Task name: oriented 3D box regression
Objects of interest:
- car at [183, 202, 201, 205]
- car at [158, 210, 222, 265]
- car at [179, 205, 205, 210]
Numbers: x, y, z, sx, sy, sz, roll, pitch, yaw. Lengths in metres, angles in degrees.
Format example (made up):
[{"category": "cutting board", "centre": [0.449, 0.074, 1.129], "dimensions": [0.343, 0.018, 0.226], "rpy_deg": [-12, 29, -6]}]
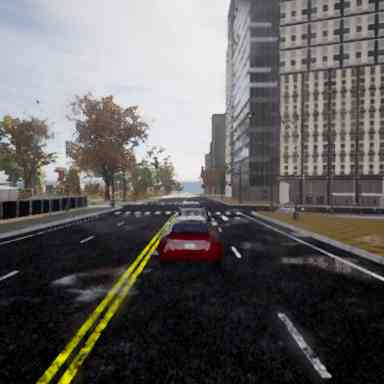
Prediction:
[{"category": "car", "centre": [-0.004, 1.474, 25.118], "dimensions": [2.033, 1.411, 5.357], "rpy_deg": [0, 0, 0]}, {"category": "car", "centre": [-0.022, 1.527, 11.630], "dimensions": [1.994, 1.385, 4.181], "rpy_deg": [0, 0, 1]}, {"category": "car", "centre": [0.077, 1.549, 16.878], "dimensions": [1.895, 1.301, 4.718], "rpy_deg": [0, 0, 0]}]
